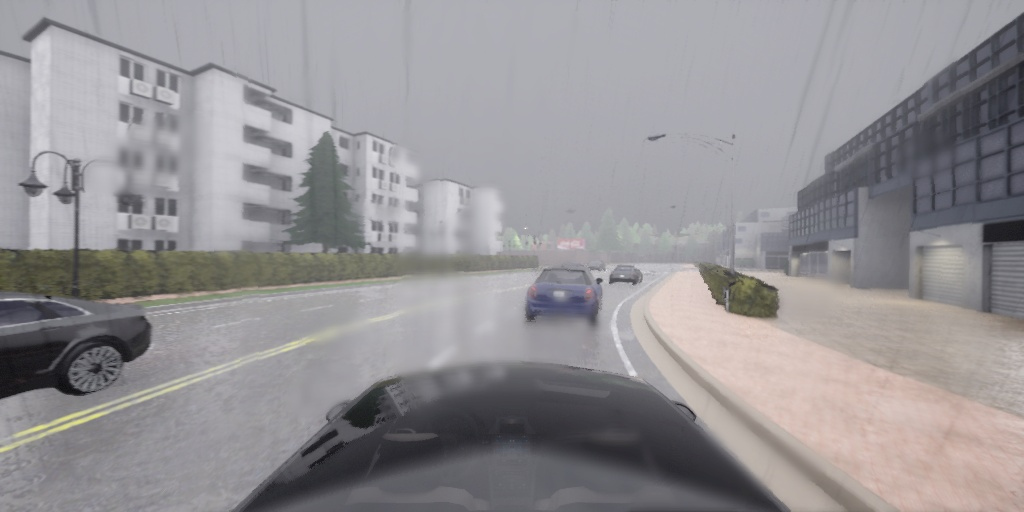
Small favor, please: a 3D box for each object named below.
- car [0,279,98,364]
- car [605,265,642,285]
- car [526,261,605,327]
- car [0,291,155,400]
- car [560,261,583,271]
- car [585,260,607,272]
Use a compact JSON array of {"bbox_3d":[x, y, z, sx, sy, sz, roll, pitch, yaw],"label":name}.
[{"bbox_3d":[-10.139,1.206,5.739,1.994,1.385,4.181,1,0,7],"label":"car"},{"bbox_3d":[8.681,1.397,27.217,1.994,1.385,4.181,1,0,26],"label":"car"},{"bbox_3d":[1.921,1.117,12.036,2.097,1.767,4.553,1,0,15],"label":"car"},{"bbox_3d":[-6.830,1.169,3.718,2.128,1.511,4.902,0,0,4],"label":"car"},{"bbox_3d":[8.544,1.425,50.845,1.895,1.301,4.718,1,0,27],"label":"car"},{"bbox_3d":[11.474,1.364,48.883,1.837,1.490,4.892,1,0,27],"label":"car"}]
